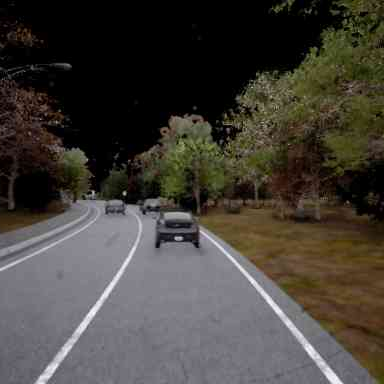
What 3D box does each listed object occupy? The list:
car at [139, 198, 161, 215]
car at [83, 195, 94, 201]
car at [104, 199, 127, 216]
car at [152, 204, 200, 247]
[{"bbox_3d":[-4.406,1.414,35.313,2.097,1.767,4.553,1,0,-14],"label":"car"},{"bbox_3d":[-21.947,1.245,70.560,1.994,1.385,4.181,2,-1,-24],"label":"car"},{"bbox_3d":[-7.522,1.497,32.641,1.837,1.490,4.892,1,0,-14],"label":"car"},{"bbox_3d":[-0.756,1.541,15.189,1.837,1.490,4.892,1,0,-6],"label":"car"}]
